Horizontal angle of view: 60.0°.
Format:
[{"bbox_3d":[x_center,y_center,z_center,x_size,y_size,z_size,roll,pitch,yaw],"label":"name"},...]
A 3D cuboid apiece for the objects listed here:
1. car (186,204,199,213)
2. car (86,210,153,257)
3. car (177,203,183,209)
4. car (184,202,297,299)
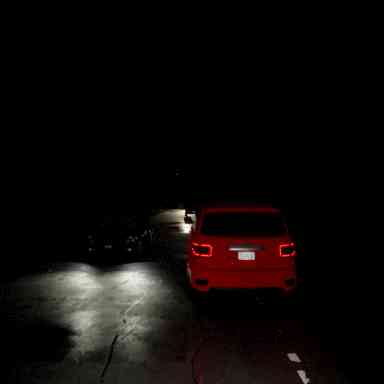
[{"bbox_3d":[0.095,2.393,48.475,1.895,1.301,4.718,0,-2,0],"label":"car"},{"bbox_3d":[-2.724,1.541,13.353,1.882,1.535,5.008,0,-1,0],"label":"car"},{"bbox_3d":[-2.588,3.562,82.209,1.882,1.535,5.008,0,-3,0],"label":"car"},{"bbox_3d":[0.979,1.251,8.620,2.150,2.045,5.566,0,0,0],"label":"car"}]
